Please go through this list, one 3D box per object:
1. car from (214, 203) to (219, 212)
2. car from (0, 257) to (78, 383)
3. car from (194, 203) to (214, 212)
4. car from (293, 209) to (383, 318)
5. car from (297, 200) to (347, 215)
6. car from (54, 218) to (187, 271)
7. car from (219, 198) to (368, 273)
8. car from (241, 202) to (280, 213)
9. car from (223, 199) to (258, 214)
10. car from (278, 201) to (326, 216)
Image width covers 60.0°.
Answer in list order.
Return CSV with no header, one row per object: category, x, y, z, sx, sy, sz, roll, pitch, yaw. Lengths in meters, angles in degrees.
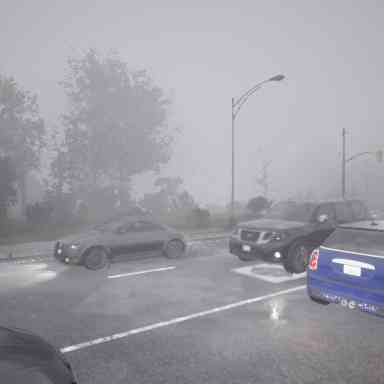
car,3.838,2.599,54.834,2.128,1.511,4.902,0,-3,-32
car,-3.060,1.492,1.563,4.902,1.511,2.128,0,0,-36
car,1.040,2.608,52.711,1.812,1.442,4.674,0,-3,-32
car,4.470,1.361,6.892,4.553,1.767,2.097,0,0,-35
car,14.608,1.721,37.637,2.128,1.511,4.902,0,-2,-33
car,-2.255,1.567,10.943,4.181,1.385,1.994,0,0,-35
car,3.806,1.233,10.936,5.566,2.045,2.150,0,0,-35
car,9.374,2.126,45.995,2.033,1.411,5.357,0,-3,-32
car,6.387,1.924,44.173,2.097,1.767,4.553,0,-3,-32
car,11.712,1.724,35.734,1.837,1.490,4.892,0,-1,-29
